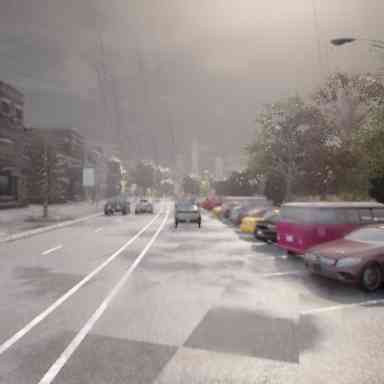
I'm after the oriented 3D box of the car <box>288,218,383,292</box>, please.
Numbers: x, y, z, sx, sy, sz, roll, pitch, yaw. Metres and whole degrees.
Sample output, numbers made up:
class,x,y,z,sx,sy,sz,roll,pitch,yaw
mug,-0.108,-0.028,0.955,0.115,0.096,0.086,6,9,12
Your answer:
class,x,y,z,sx,sy,sz,roll,pitch,yaw
car,5.248,1.596,8.980,4.674,1.452,2.002,1,0,-21

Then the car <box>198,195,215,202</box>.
class,x,y,z,sx,sy,sz,roll,pitch,yaw
car,4.157,1.476,41.615,5.566,2.045,2.435,1,-1,-23

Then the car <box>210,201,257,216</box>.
class,x,y,z,sx,sy,sz,roll,pitch,yaw
car,4.439,1.735,35.665,4.674,1.452,2.002,1,0,-23

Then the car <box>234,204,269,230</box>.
class,x,y,z,sx,sy,sz,roll,pitch,yaw
car,5.259,1.611,17.961,5.366,1.575,1.946,1,-1,-22

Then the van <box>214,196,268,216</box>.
class,x,y,z,sx,sy,sz,roll,pitch,yaw
van,4.597,1.438,29.683,4.442,1.987,1.878,1,0,-22

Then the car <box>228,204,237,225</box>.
class,x,y,z,sx,sy,sz,roll,pitch,yaw
car,4.997,1.666,20.863,4.674,1.452,2.002,1,-1,-22

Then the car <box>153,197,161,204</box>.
class,x,y,z,sx,sy,sz,roll,pitch,yaw
car,-8.258,1.926,77.128,1.812,1.442,4.674,0,-1,-6

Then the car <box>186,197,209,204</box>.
class,x,y,z,sx,sy,sz,roll,pitch,yaw
car,1.260,1.999,77.134,5.008,1.535,2.097,1,-1,-26

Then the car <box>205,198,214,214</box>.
class,x,y,z,sx,sy,sz,roll,pitch,yaw
car,4.404,1.674,32.625,5.366,1.575,1.946,1,0,-23

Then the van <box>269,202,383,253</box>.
class,x,y,z,sx,sy,sz,roll,pitch,yaw
van,5.315,1.352,12.001,4.442,1.987,1.878,1,-1,-21

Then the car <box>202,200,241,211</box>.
class,x,y,z,sx,sy,sz,roll,pitch,yaw
car,3.958,1.785,44.562,4.674,1.452,2.002,1,0,-24

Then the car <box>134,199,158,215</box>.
class,x,y,z,sx,sy,sz,roll,pitch,yaw
car,-5.213,1.788,36.844,1.994,1.385,4.181,0,0,-3

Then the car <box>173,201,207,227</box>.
class,x,y,z,sx,sy,sz,roll,pitch,yaw
car,-0.336,1.649,24.133,2.128,1.511,4.902,0,0,-2

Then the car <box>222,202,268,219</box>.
class,x,y,z,sx,sy,sz,roll,pitch,yaw
car,4.893,1.680,23.808,4.674,1.452,2.002,0,0,-22

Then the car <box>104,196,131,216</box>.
class,x,y,z,sx,sy,sz,roll,pitch,yaw
car,-7.969,1.446,35.992,2.150,2.045,5.566,0,-1,-3

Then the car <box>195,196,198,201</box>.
class,x,y,z,sx,sy,sz,roll,pitch,yaw
car,3.115,1.854,56.408,4.792,1.488,2.163,1,0,-24

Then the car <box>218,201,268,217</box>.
class,x,y,z,sx,sy,sz,roll,pitch,yaw
car,4.812,1.692,26.762,4.674,1.452,2.002,1,-1,-22

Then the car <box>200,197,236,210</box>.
class,x,y,z,sx,sy,sz,roll,pitch,yaw
car,3.740,1.638,47.522,4.553,1.767,2.185,1,-1,-24

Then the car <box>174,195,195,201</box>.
class,x,y,z,sx,sy,sz,roll,pitch,yaw
car,-1.132,1.599,41.737,2.097,1.767,4.553,0,0,-3

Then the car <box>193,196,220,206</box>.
class,x,y,z,sx,sy,sz,roll,pitch,yaw
car,2.636,1.745,62.337,4.553,1.767,2.185,1,-1,-25

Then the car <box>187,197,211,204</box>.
class,x,y,z,sx,sy,sz,roll,pitch,yaw
car,1.579,1.972,74.174,5.008,1.535,2.097,1,0,-26

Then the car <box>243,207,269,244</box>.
class,x,y,z,sx,sy,sz,roll,pitch,yaw
car,5.145,1.594,14.924,5.008,1.535,2.097,1,-1,-21

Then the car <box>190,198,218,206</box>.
class,x,y,z,sx,sy,sz,roll,pitch,yaw
car,2.418,1.895,65.301,5.008,1.535,2.097,1,0,-25
